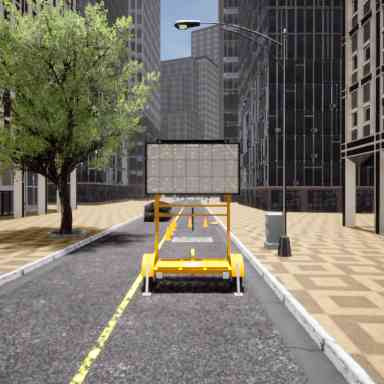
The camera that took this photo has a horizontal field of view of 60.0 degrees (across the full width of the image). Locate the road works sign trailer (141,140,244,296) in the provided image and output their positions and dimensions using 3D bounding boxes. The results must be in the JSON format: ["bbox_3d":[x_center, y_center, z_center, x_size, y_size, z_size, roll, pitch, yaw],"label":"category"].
[{"bbox_3d":[0.018,0.464,8.620,2.380,3.560,2.880,0,0,0],"label":"road works sign trailer"}]

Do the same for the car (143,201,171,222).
[{"bbox_3d":[-2.695,1.487,26.622,1.882,1.535,5.008,0,0,0],"label":"car"}]
